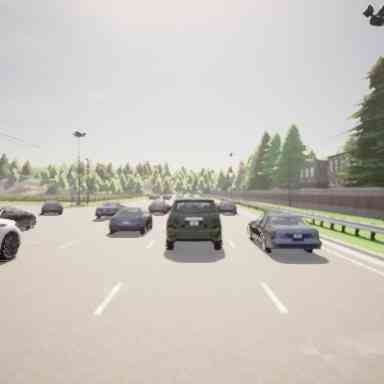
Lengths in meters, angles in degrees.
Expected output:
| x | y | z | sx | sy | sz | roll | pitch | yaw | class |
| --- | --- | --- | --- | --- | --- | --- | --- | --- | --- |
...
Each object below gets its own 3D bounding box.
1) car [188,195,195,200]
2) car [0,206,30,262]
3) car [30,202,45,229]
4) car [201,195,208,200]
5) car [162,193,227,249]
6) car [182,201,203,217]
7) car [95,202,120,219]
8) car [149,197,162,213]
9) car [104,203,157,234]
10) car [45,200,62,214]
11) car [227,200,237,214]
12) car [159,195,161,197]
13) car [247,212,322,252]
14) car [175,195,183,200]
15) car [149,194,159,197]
| x | y | z | sx | sy | sz | roll | pitch | yaw | class |
| --- | --- | --- | --- | --- | --- | --- | --- | --- | --- |
| -0.129 | 1.481 | 90.756 | 1.837 | 1.490 | 4.892 | 0 | 0 | 0 | car |
| -6.925 | 1.221 | 9.036 | 2.150 | 2.045 | 5.566 | 0 | 0 | 0 | car |
| -10.427 | 1.487 | 18.338 | 2.128 | 1.511 | 4.902 | 0 | 0 | 0 | car |
| 3.371 | 1.481 | 90.761 | 1.837 | 1.490 | 4.892 | 0 | 0 | 0 | car |
| 0.077 | 1.220 | 14.675 | 2.150 | 2.045 | 5.566 | 0 | 0 | 0 | car |
| 0.053 | 1.596 | 32.782 | 1.895 | 1.301 | 4.718 | 0 | 0 | 0 | car |
| -6.942 | 1.542 | 28.994 | 2.033 | 1.411 | 5.357 | 0 | 0 | 0 | car |
| -3.450 | 1.558 | 34.900 | 1.994 | 1.385 | 4.181 | 0 | 0 | 0 | car |
| -3.428 | 1.561 | 19.247 | 1.994 | 1.385 | 4.181 | 0 | 0 | 0 | car |
| -14.480 | 1.557 | 34.396 | 1.994 | 1.385 | 4.181 | 0 | 0 | -22 | car |
| 3.550 | 1.559 | 34.983 | 1.994 | 1.385 | 4.181 | 0 | 0 | 0 | car |
| -7.129 | 1.481 | 90.746 | 1.837 | 1.490 | 4.892 | 0 | 0 | 0 | car |
| 3.579 | 1.546 | 13.778 | 2.033 | 1.411 | 5.357 | 0 | 0 | 0 | car |
| -3.629 | 1.534 | 91.168 | 1.994 | 1.385 | 4.181 | 0 | 0 | 0 | car |
| -10.629 | 1.481 | 90.741 | 1.837 | 1.490 | 4.892 | 0 | 0 | 0 | car |
